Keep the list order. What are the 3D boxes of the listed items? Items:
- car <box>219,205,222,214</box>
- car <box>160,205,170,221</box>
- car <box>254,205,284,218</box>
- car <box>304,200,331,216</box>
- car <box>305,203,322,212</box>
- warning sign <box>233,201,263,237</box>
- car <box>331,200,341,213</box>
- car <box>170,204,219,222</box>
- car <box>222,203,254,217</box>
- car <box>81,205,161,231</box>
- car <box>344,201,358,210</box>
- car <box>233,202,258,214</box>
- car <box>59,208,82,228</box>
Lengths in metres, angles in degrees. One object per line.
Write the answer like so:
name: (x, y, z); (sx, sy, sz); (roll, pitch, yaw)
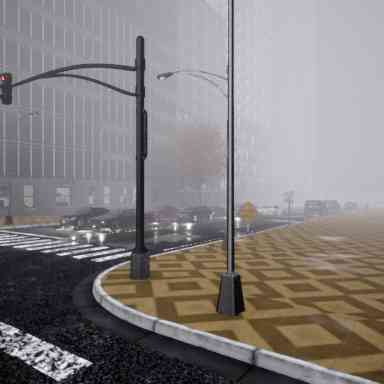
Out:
car: (2.596, 2.223, 41.160); (1.994, 1.385, 4.181); (0, -1, 32)
car: (-2.797, 2.007, 32.810); (1.812, 1.442, 4.674); (0, -1, 33)
car: (9.357, 2.230, 39.284); (1.812, 1.442, 4.674); (0, -1, 33)
car: (16.580, 2.077, 44.480); (2.150, 2.045, 5.566); (0, -1, 33)
car: (21.092, 2.613, 57.472); (1.812, 1.442, 4.674); (0, -1, 33)
warning sign: (3.136, 1.454, 18.552); (1.300, 1.860, 1.060); (1, 1, 33)
car: (22.408, 2.267, 53.509); (2.150, 2.045, 5.566); (0, -1, 33)
car: (0.346, 2.003, 31.685); (1.837, 1.490, 4.892); (0, -1, 33)
car: (5.785, 2.204, 40.093); (1.812, 1.442, 4.674); (0, -1, 33)
car: (-4.856, 1.874, 23.628); (2.033, 1.411, 5.357); (0, -1, 33)
car: (31.503, 2.662, 65.686); (2.097, 1.767, 4.553); (0, -1, 33)
car: (8.062, 2.315, 49.542); (1.882, 1.535, 5.008); (0, -1, 33)
car: (-7.724, 1.844, 25.166); (1.812, 1.442, 4.674); (0, -1, 31)
